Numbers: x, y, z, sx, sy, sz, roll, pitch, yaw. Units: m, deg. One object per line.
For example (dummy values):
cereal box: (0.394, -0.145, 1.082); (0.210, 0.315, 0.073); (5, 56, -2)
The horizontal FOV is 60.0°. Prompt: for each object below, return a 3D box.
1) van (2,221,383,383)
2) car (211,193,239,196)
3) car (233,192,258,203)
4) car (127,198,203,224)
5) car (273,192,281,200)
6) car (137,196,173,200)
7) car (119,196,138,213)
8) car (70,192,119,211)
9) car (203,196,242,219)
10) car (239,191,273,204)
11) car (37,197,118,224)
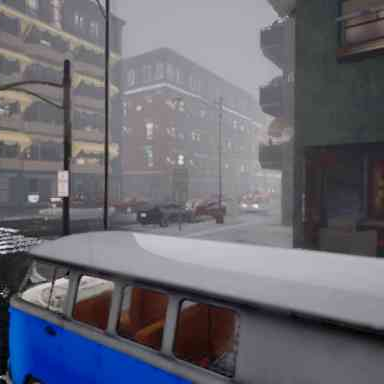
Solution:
van: (0.002, 1.332, 2.863); (3.998, 1.788, 1.690); (0, 1, 36)
car: (2.907, 0.909, 36.317); (1.837, 1.490, 4.892); (1, 1, 35)
car: (7.708, 0.762, 47.647); (1.947, 1.339, 4.313); (2, 2, 35)
car: (-1.473, 1.277, 20.009); (1.947, 1.339, 4.313); (2, 2, 35)
car: (14.113, 0.601, 56.762); (1.947, 1.339, 4.313); (2, 2, 35)
car: (-2.341, 1.100, 28.878); (1.994, 1.385, 4.181); (1, 1, 34)
car: (-5.104, 1.064, 29.416); (1.887, 1.381, 4.507); (2, 2, 35)
car: (-8.303, 0.915, 24.851); (2.192, 1.841, 5.009); (2, 2, 35)
car: (1.730, 1.212, 24.567); (1.802, 1.307, 4.206); (2, 2, 35)
car: (8.609, 0.614, 44.380); (2.097, 1.767, 4.553); (1, 1, 35)
car: (-7.432, 1.266, 21.610); (1.895, 1.301, 4.718); (1, 1, 35)
